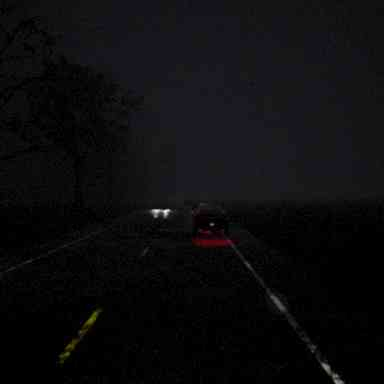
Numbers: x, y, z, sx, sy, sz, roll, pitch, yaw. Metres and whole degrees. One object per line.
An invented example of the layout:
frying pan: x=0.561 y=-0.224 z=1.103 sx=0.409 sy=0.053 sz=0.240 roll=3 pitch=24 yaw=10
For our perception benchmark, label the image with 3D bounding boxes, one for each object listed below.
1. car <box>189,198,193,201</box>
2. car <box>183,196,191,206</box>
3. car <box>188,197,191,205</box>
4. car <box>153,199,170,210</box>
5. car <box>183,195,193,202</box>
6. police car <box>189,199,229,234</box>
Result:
car: x=0.892 y=1.520 z=29.162 sx=1.837 sy=1.490 sz=4.892 roll=0 pitch=0 yaw=-1
car: x=-0.534 y=1.648 z=54.957 sx=1.895 sy=1.301 sz=4.718 roll=0 pitch=0 yaw=-1
car: x=0.822 y=1.547 z=35.168 sx=1.812 sy=1.442 sz=4.674 roll=0 pitch=0 yaw=-1
car: x=-3.936 y=1.595 z=43.243 sx=1.994 sy=1.385 sz=4.181 roll=0 pitch=0 yaw=-1
car: x=-0.933 y=1.473 z=72.424 sx=1.994 sy=1.385 sz=4.181 roll=0 pitch=0 yaw=-2
police car: x=0.980 y=1.432 z=19.262 sx=1.930 sy=1.638 sz=5.238 roll=0 pitch=0 yaw=0
